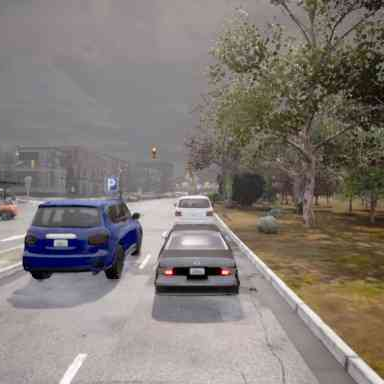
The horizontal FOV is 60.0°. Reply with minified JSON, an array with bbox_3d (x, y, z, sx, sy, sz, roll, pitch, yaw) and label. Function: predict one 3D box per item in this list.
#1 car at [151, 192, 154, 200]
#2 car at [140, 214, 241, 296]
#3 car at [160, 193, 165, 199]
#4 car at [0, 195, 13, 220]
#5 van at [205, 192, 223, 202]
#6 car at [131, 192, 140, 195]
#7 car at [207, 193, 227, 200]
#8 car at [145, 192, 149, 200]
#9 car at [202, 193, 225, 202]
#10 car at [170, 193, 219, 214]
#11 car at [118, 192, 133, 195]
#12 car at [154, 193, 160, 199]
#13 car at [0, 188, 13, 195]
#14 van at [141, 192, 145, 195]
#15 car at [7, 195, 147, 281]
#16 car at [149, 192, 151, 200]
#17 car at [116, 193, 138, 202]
[{"bbox_3d":[-12.413,1.342,82.730,4.674,1.452,2.002,-1,0,-13],"label":"car"},{"bbox_3d":[0.092,1.554,8.820,2.033,1.411,5.357,0,0,0],"label":"car"},{"bbox_3d":[-11.163,1.046,91.721,5.566,2.045,2.435,-1,0,-12],"label":"car"},{"bbox_3d":[-16.674,1.399,26.964,4.553,1.767,2.185,-1,0,-19],"label":"car"},{"bbox_3d":[4.166,1.029,67.402,4.442,1.987,1.878,1,0,-14],"label":"van"},{"bbox_3d":[-13.918,1.301,67.767,5.366,1.575,1.946,-1,0,-15],"label":"car"},{"bbox_3d":[6.309,1.111,85.075,4.553,1.767,2.185,1,0,-12],"label":"car"},{"bbox_3d":[-13.147,1.306,76.732,4.892,1.521,2.231,-1,0,-14],"label":"car"},{"bbox_3d":[4.544,1.127,70.372,4.553,1.767,2.185,1,0,-14],"label":"car"},{"bbox_3d":[0.119,1.242,19.069,2.150,2.045,5.566,0,0,0],"label":"car"},{"bbox_3d":[-14.557,1.345,64.774,4.792,1.488,2.163,-1,0,-15],"label":"car"},{"bbox_3d":[-11.608,1.339,88.714,4.674,1.452,2.002,-1,0,-12],"label":"car"},{"bbox_3d":[-31.262,0.126,55.613,2.002,1.452,4.674,6,-3,-19],"label":"car"},{"bbox_3d":[-13.369,1.078,73.760,4.442,1.987,1.878,-1,0,-14],"label":"van"},{"bbox_3d":[-2.911,1.230,10.054,2.150,2.045,5.566,0,0,0],"label":"car"},{"bbox_3d":[-12.779,1.343,79.728,4.674,1.452,2.002,-1,0,-13],"label":"car"},{"bbox_3d":[-13.830,1.181,70.720,4.553,1.767,2.185,-1,0,-14],"label":"car"}]
